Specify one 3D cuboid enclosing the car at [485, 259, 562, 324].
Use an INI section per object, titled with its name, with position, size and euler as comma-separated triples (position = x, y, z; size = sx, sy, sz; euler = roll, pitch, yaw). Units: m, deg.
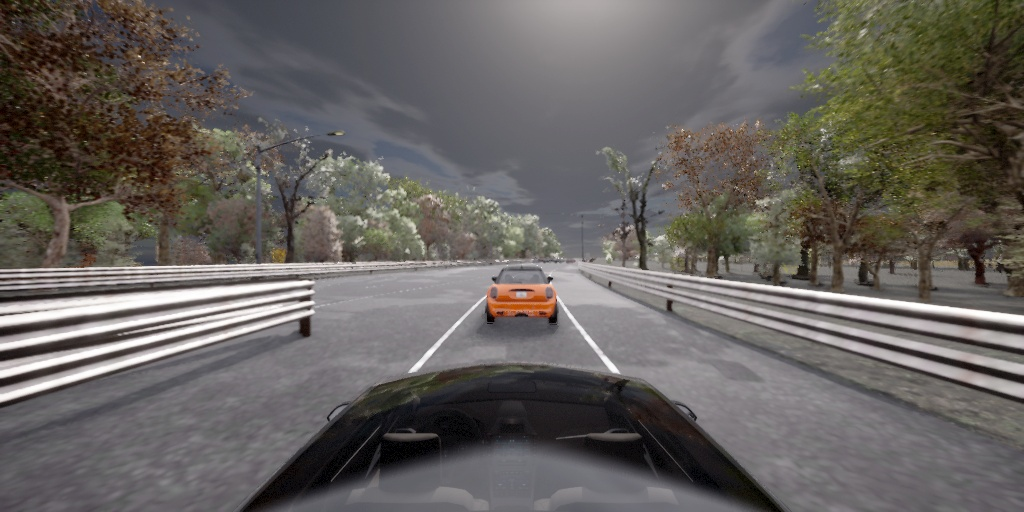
[car]
position = 0.345, 1.103, 12.184
size = 2.097, 1.767, 4.553
euler = 0, 0, 2
